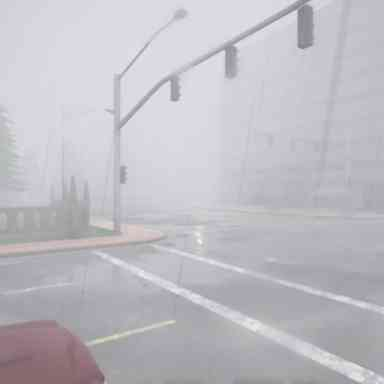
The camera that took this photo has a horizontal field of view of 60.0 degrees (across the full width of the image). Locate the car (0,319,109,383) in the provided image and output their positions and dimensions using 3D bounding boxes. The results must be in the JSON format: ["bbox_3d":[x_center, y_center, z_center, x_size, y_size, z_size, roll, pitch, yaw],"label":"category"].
[{"bbox_3d":[-2.798,1.600,1.784,4.718,1.301,1.895,0,0,-35],"label":"car"}]
